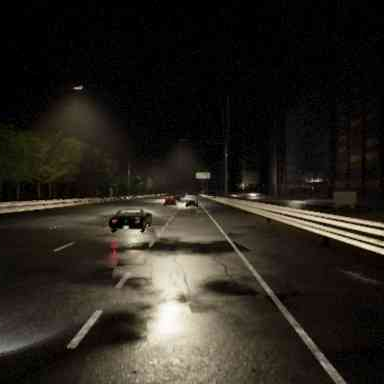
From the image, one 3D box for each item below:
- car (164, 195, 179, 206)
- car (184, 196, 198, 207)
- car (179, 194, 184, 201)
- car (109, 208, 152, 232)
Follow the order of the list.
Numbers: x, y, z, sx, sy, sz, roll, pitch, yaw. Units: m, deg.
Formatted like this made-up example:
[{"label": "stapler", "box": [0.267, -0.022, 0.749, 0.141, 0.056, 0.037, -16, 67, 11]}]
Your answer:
[{"label": "car", "box": [-3.641, 1.602, 55.941, 1.812, 1.442, 4.674, 0, 0, 0]}, {"label": "car", "box": [-0.023, 1.672, 54.361, 1.895, 1.301, 4.718, 0, 0, 0]}, {"label": "car", "box": [-3.847, 1.635, 86.366, 1.882, 1.535, 5.008, 0, 0, 0]}, {"label": "car", "box": [-3.513, 1.613, 19.959, 1.895, 1.301, 4.718, 0, 0, 0]}]
